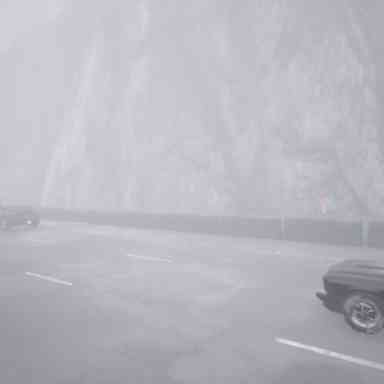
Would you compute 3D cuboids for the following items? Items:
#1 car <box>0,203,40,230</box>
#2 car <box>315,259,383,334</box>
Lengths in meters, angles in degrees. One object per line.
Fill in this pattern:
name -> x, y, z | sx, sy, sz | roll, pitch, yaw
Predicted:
car -> -11.427, 1.481, 20.743 | 4.892, 1.490, 1.837 | 1, 0, 36
car -> 4.479, 1.599, 5.095 | 4.718, 1.301, 1.895 | 0, 0, 35
